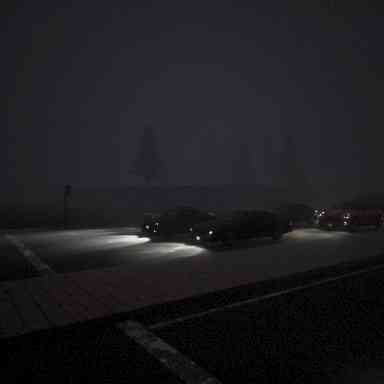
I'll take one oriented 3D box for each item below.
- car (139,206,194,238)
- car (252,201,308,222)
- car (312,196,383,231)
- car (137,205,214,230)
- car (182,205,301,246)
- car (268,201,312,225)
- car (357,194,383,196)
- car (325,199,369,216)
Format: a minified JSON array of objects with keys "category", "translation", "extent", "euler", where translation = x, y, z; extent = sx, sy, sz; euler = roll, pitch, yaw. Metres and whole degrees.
[{"category":"car","translation":[-0.582,1.564,17.650],"extent":[4.181,1.385,1.994],"euler":[0,0,-35]},{"category":"car","translation":[7.324,1.505,27.465],"extent":[4.892,1.490,1.837],"euler":[0,0,-35]},{"category":"car","translation":[9.902,1.352,20.716],"extent":[4.553,1.767,2.097],"euler":[0,0,-35]},{"category":"car","translation":[-0.986,1.601,21.636],"extent":[4.718,1.301,1.895],"euler":[0,0,-35]},{"category":"car","translation":[2.428,1.547,15.493],"extent":[5.357,1.411,2.033],"euler":[0,0,-35]},{"category":"car","translation":[6.539,1.505,22.633],"extent":[4.892,1.490,1.837],"euler":[0,0,-35]},{"category":"car","translation":[15.157,1.221,28.735],"extent":[5.566,2.045,2.150],"euler":[0,0,-35]},{"category":"car","translation":[15.623,1.505,33.359],"extent":[4.892,1.490,1.837],"euler":[0,0,-35]}]
